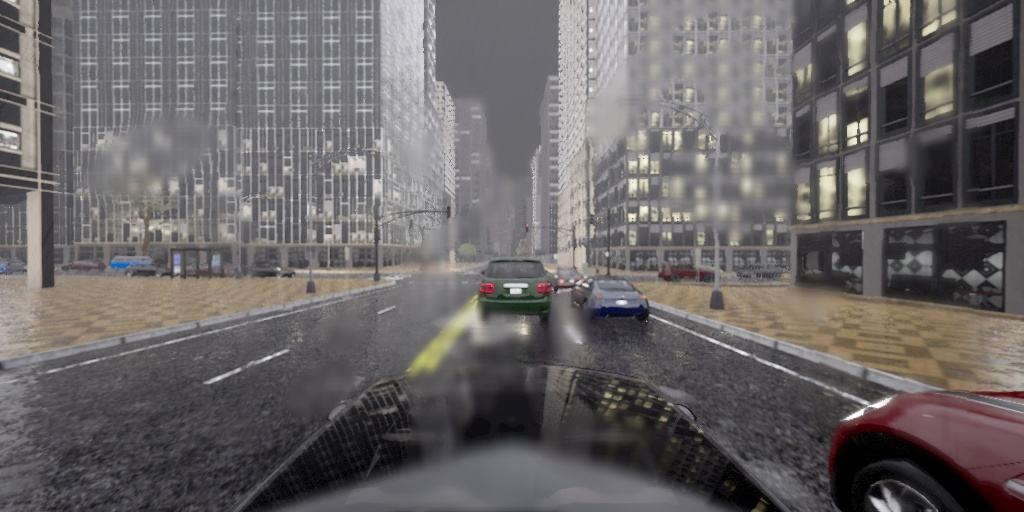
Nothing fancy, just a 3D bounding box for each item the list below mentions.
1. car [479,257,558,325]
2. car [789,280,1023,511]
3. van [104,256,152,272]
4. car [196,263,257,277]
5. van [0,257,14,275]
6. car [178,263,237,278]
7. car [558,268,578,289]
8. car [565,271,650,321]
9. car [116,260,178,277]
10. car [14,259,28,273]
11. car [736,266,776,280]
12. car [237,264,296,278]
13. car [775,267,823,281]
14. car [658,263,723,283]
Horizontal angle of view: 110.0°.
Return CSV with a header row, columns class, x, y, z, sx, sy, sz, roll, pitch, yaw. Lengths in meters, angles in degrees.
class,x,y,z,sx,sy,sz,roll,pitch,yaw
car,0.091,1.059,12.390,2.150,2.045,5.566,0,0,0
car,3.346,1.095,0.691,2.097,1.767,4.553,0,0,0
van,-45.330,0.956,42.697,3.998,1.789,1.690,0,0,1
car,-29.095,1.406,36.589,4.718,1.301,1.895,1,0,1
van,-51.174,0.968,34.428,3.998,1.789,1.690,0,0,1
car,-28.449,1.413,33.879,4.207,1.307,1.802,0,0,1
car,3.332,1.464,22.440,2.033,1.411,5.357,0,0,0
car,3.341,1.405,12.954,1.994,1.385,4.181,0,0,0
car,-34.129,1.346,34.047,4.313,1.339,1.948,0,0,1
car,-52.312,1.089,37.117,4.902,1.511,2.128,0,0,1
car,27.059,1.776,38.870,4.892,1.490,1.837,0,0,1
car,-22.764,1.448,33.752,4.313,1.339,1.948,0,0,1
car,27.610,1.844,33.079,4.829,1.417,1.751,0,0,1
car,16.161,1.537,33.264,5.009,1.841,2.192,0,0,1
